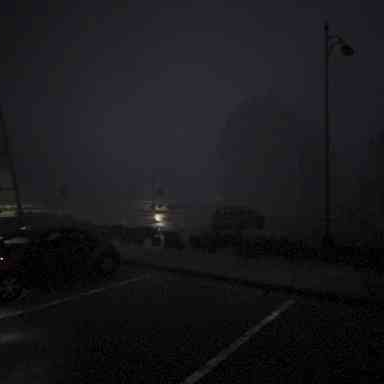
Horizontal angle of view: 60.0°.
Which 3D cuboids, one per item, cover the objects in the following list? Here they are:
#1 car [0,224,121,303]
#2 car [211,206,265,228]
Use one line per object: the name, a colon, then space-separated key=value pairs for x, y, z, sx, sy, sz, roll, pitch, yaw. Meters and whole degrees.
car: x=-3.718 y=1.541 z=8.225 sx=1.784 sy=1.438 sz=3.905 roll=0 pitch=0 yaw=36
car: x=2.748 y=1.530 z=19.412 sx=1.816 sy=1.474 sz=4.193 roll=0 pitch=0 yaw=36
